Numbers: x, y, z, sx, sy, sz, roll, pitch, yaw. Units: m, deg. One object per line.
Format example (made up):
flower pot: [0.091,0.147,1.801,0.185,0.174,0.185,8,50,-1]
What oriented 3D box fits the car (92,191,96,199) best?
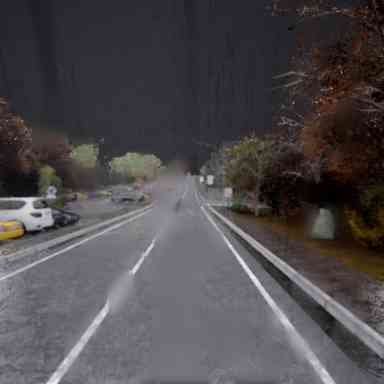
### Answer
car: [-23.330,0.848,69.295,4.792,1.488,2.163,0,1,0]

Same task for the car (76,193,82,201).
car: [-23.415,0.946,61.053,4.792,1.488,2.163,0,0,0]

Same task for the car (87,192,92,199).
car: [-23.553,0.857,66.640,5.366,1.575,1.946,0,1,0]

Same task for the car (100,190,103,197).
car: [-23.336,0.698,74.875,5.008,1.535,2.097,0,1,0]

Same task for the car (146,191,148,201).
car: [-10.353,0.971,55.507,4.792,1.488,2.163,0,0,0]

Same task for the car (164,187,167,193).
car: [-10.201,0.124,91.724,5.008,1.535,2.097,0,2,0]

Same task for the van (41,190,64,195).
van: [-23.286,0.722,52.681,4.442,1.987,1.878,1,0,0]

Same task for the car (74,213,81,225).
car: [-10.111,1.616,22.909,4.792,1.488,2.163,0,0,0]

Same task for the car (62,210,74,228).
car: [-10.153,1.573,20.133,5.008,1.535,2.097,0,0,0]

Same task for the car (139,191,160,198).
car: [-10.272,0.570,80.588,4.792,1.488,2.163,0,2,0]

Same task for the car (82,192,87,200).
car: [-23.562,0.890,63.845,5.366,1.575,1.946,0,1,0]

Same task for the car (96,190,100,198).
car: [-23.345,0.762,72.086,5.008,1.535,2.097,0,1,0]

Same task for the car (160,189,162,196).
car: [-10.223,0.652,77.802,4.792,1.488,2.163,0,2,0]

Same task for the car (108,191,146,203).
car: [-10.304,0.978,52.723,4.792,1.488,2.163,0,0,0]

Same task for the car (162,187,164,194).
car: [-10.256,0.224,86.148,4.553,1.767,2.185,0,2,0]

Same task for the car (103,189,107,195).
car: [-23.326,0.622,77.792,4.892,1.521,2.231,0,1,0]

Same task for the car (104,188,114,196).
car: [-23.120,0.350,86.022,5.366,1.575,1.946,0,2,0]

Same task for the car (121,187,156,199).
car: [-10.325,0.644,63.863,5.566,2.045,2.435,0,1,0]

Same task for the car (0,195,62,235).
car: [-10.182,1.308,17.359,5.566,2.045,2.435,0,0,0]

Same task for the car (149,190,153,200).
car: [-10.301,0.920,61.072,5.008,1.535,2.097,0,1,0]

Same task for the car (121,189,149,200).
car: [-10.346,0.809,58.292,4.553,1.767,2.185,0,0,0]

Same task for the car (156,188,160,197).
car: [-10.230,0.571,75.011,4.553,1.767,2.185,0,1,0]

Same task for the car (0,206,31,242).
car: [-10.346,1.542,14.581,5.366,1.575,1.946,0,0,0]

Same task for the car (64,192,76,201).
car: [-23.398,0.972,58.140,4.674,1.452,2.002,0,0,0]

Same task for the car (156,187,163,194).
car: [-10.265,0.324,83.369,4.553,1.767,2.185,0,2,0]

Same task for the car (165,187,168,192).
car: [-10.193,-0.001,94.511,5.008,1.535,2.097,0,3,0]
